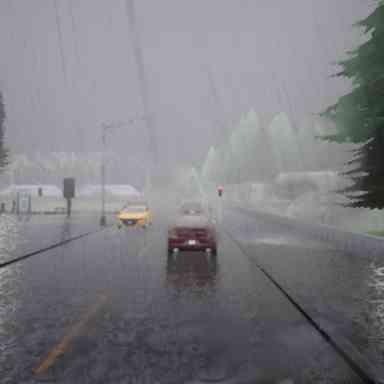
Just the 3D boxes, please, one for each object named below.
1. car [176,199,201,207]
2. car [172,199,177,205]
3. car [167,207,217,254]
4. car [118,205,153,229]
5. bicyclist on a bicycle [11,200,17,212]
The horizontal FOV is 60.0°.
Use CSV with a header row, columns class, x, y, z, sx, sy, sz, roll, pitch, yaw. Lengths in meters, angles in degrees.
class,x,y,z,sx,sy,sz,roll,pitch,yaw
car,-0.098,1.668,28.393,2.097,1.767,4.553,0,-1,-2
car,-4.012,2.477,83.834,1.994,1.385,4.181,0,-1,0
car,0.022,1.637,14.208,1.882,1.535,5.008,0,0,0
car,-4.026,1.746,24.085,1.882,1.535,5.008,0,-1,0
bicyclist on a bicycle,-24.121,1.851,45.077,0.582,1.620,1.656,0,0,0
